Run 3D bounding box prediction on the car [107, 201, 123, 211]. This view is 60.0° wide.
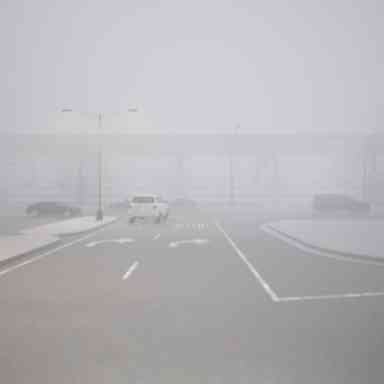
[{"bbox_3d":[-7.587,1.527,40.778,5.357,1.411,2.033,0,0,-1],"label":"car"}]

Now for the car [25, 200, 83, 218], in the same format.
[{"bbox_3d":[-12.356,1.491,29.938,4.892,1.490,1.837,0,0,0],"label":"car"}]

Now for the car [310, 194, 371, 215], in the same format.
[{"bbox_3d":[14.802,1.203,33.326,5.566,2.045,2.150,0,0,0],"label":"car"}]

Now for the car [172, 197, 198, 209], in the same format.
[{"bbox_3d":[-1.708,1.484,44.093,4.892,1.490,1.837,0,0,0],"label":"car"}]

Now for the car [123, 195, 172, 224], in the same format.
[{"bbox_3d":[-3.161,1.208,25.166,2.150,2.045,5.566,0,0,5],"label":"car"}]
